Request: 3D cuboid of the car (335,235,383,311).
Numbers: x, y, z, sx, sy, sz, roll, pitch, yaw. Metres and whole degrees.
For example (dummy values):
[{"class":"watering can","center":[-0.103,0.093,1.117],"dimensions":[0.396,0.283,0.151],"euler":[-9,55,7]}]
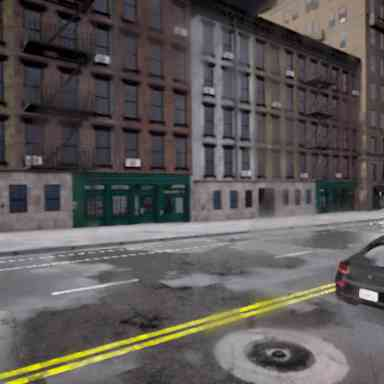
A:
[{"class":"car","center":[4.808,1.559,6.863],"dimensions":[4.674,1.442,1.812],"euler":[0,0,-35]}]
